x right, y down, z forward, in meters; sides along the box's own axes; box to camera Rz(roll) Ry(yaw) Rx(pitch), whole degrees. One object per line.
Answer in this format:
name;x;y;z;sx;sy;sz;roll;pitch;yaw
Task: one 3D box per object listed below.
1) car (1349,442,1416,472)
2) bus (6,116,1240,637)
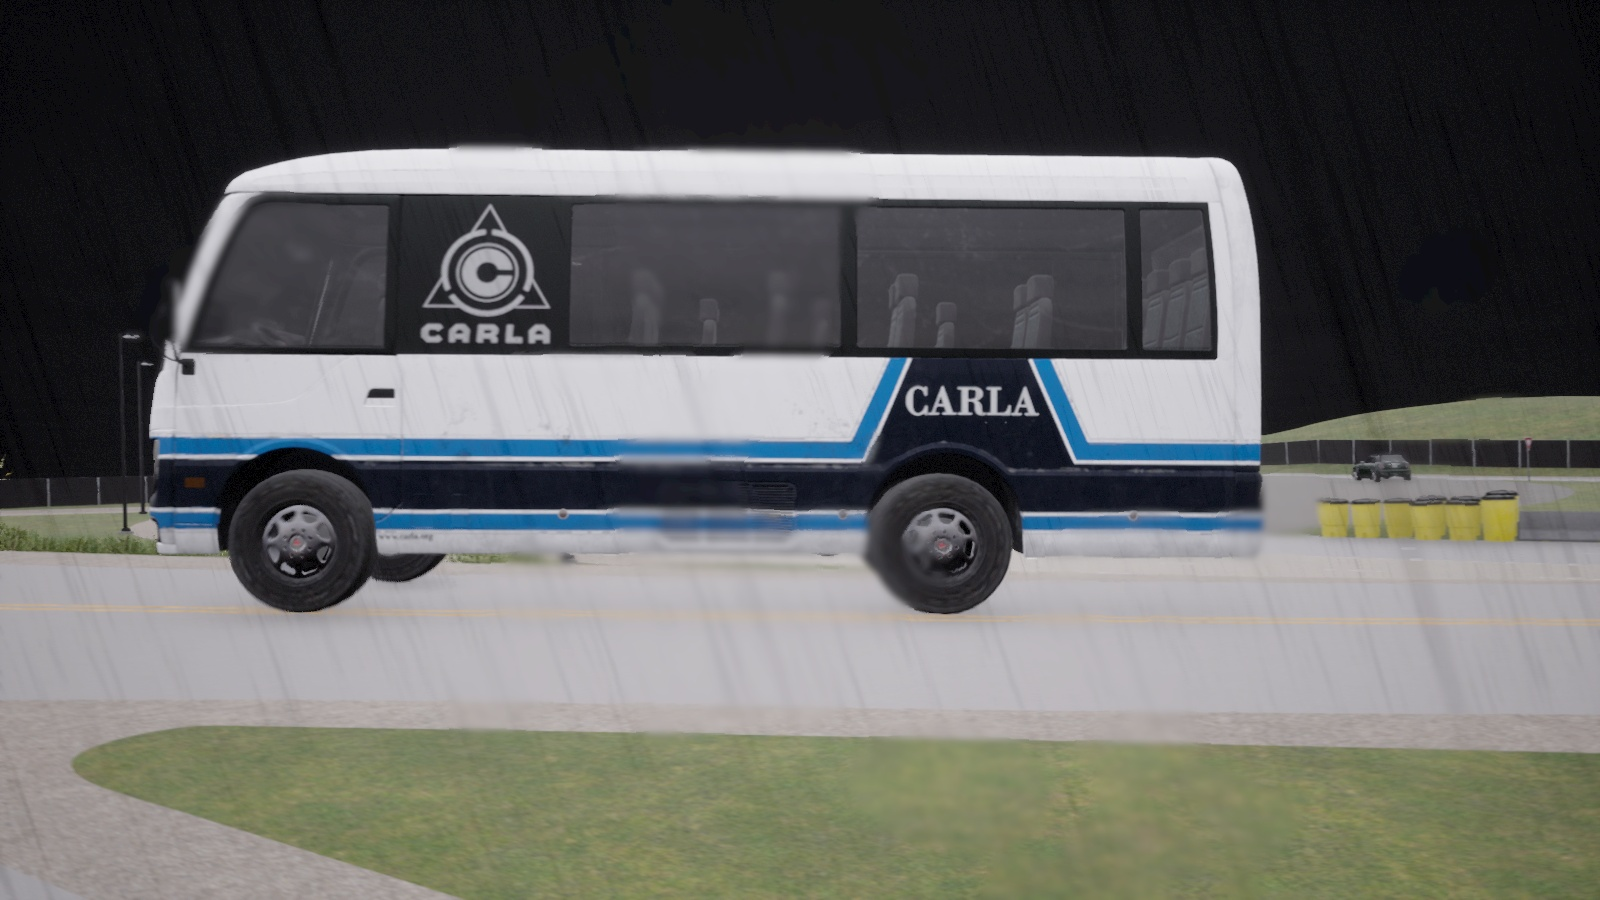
car;36.116;0.412;77.995;2.097;1.767;4.553;-3;0;3
bus;-1.475;-0.633;12.496;10.273;4.253;3.944;-1;0;-1
